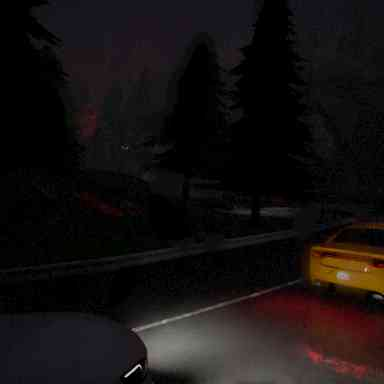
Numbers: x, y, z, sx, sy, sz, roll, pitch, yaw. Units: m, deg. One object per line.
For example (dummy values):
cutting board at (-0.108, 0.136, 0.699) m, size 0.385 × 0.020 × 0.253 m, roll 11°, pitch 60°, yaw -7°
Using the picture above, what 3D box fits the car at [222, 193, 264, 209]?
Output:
car at (6.525, 1.217, 45.837) m, size 5.566 × 2.045 × 2.150 m, roll 0°, pitch 0°, yaw 34°

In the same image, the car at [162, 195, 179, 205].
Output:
car at (-2.834, 1.287, 56.539) m, size 4.553 × 1.767 × 2.097 m, roll 0°, pitch 0°, yaw 35°

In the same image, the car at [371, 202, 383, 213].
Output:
car at (19.831, 1.571, 32.489) m, size 4.181 × 1.385 × 1.994 m, roll 0°, pitch 0°, yaw 34°

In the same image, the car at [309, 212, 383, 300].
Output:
car at (4.779, 1.478, 8.097) m, size 5.008 × 1.535 × 1.882 m, roll 0°, pitch 0°, yaw -42°

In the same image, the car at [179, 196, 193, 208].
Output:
car at (1.331, 1.526, 45.156) m, size 5.357 × 1.411 × 2.033 m, roll 0°, pitch 0°, yaw 34°

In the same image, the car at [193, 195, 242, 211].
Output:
car at (3.004, 1.487, 39.767) m, size 4.902 × 1.511 × 2.128 m, roll 0°, pitch 0°, yaw 34°

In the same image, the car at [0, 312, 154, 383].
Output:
car at (-2.504, 1.526, 2.223) m, size 4.674 × 1.442 × 1.812 m, roll 0°, pitch 0°, yaw -36°

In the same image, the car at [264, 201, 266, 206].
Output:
car at (8.435, 1.486, 48.774) m, size 4.902 × 1.511 × 2.128 m, roll 0°, pitch 0°, yaw 34°
